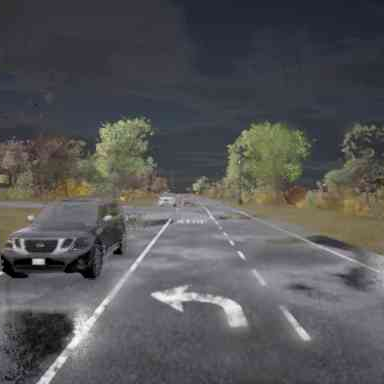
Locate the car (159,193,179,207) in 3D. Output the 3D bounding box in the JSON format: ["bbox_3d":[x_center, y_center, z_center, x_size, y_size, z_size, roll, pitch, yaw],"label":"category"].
[{"bbox_3d":[-3.492,1.154,47.749,2.150,2.045,5.566,0,-2,0],"label":"car"}]

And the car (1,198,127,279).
[{"bbox_3d":[-3.504,1.227,10.352,2.150,2.045,5.566,0,0,0],"label":"car"}]
